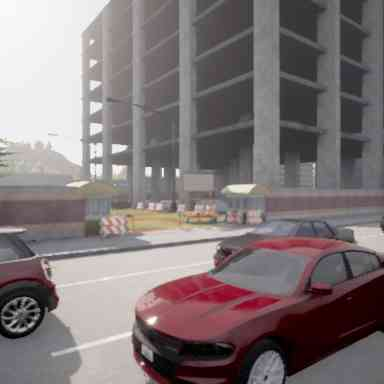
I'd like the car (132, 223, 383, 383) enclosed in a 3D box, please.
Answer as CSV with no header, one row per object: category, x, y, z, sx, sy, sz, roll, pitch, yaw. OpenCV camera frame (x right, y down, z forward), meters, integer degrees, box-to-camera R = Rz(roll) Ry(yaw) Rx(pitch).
car,1.527,1.489,5.109,5.008,1.535,1.882,0,0,-36

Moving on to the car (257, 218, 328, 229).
car,3.233,1.570,10.692,5.357,1.411,2.033,0,0,-36

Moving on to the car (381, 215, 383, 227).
car,11.879,1.243,17.004,5.566,2.045,2.150,0,0,-36

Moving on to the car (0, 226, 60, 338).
car,-4.541,1.377,5.008,4.553,1.767,2.097,0,0,-36
